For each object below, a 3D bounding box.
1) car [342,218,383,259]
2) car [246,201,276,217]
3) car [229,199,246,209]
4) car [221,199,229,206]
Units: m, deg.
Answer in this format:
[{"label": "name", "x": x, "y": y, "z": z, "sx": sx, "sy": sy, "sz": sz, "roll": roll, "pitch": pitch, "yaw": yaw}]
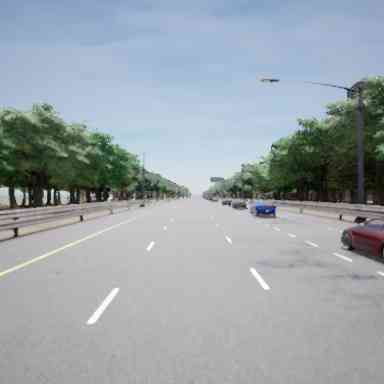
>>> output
[{"label": "car", "x": 7.008, "y": 1.585, "z": 11.710, "sx": 1.994, "sy": 1.385, "sz": 4.181, "roll": 0, "pitch": 0, "yaw": 0}, {"label": "car", "x": 7.060, "y": 1.649, "z": 33.501, "sx": 1.882, "sy": 1.535, "sz": 5.008, "roll": 0, "pitch": -1, "yaw": 0}, {"label": "car", "x": 7.140, "y": 1.878, "z": 50.875, "sx": 1.812, "sy": 1.442, "sz": 4.674, "roll": 0, "pitch": -1, "yaw": 0}, {"label": "car", "x": 7.270, "y": 2.139, "z": 70.509, "sx": 1.812, "sy": 1.442, "sz": 4.674, "roll": 0, "pitch": -1, "yaw": 0}]
